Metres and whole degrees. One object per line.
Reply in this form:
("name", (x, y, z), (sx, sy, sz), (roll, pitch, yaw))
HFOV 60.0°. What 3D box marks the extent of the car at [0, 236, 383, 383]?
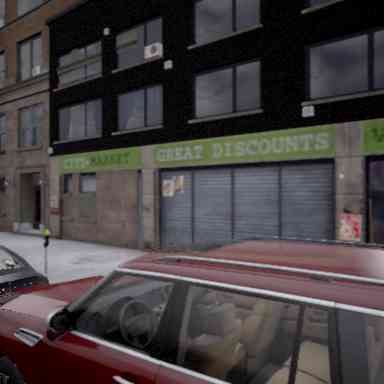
("car", (0.268, 1.317, 2.660), (5.009, 1.841, 2.192), (0, 0, 35))
